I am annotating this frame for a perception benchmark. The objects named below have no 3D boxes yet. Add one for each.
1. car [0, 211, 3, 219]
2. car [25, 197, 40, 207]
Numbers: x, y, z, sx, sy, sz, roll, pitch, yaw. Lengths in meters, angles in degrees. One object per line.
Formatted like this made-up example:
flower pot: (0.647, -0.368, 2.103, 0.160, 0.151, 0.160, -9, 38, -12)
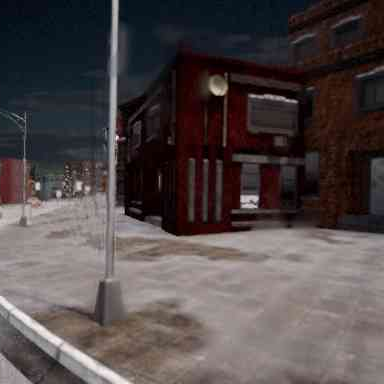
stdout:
car: (-16.557, 1.695, 26.119, 2.033, 1.411, 5.357, 1, -1, -16)
car: (-29.258, 1.736, 60.850, 2.097, 1.767, 4.553, 1, -1, -14)
